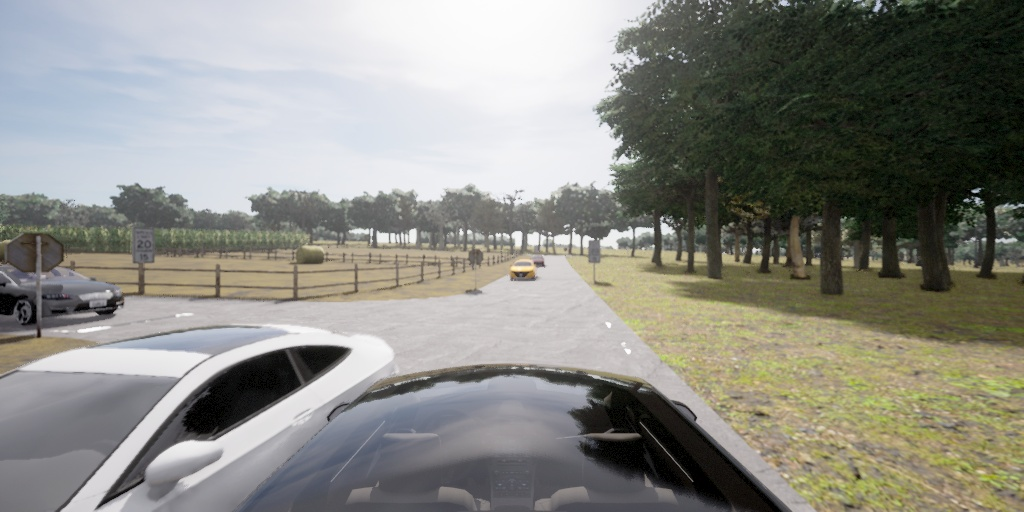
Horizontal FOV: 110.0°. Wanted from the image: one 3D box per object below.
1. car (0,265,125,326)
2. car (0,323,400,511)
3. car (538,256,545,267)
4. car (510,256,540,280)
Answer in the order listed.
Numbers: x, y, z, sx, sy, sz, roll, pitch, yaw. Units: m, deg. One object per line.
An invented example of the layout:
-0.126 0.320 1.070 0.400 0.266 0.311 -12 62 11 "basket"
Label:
-13.957 1.024 10.364 4.902 1.511 2.128 1 0 9 "car"
-2.338 1.286 2.319 1.812 1.442 4.674 0 0 7 "car"
3.651 0.700 50.572 1.882 1.535 5.008 0 1 7 "car"
0.968 1.063 28.964 1.882 1.535 5.008 0 1 7 "car"
